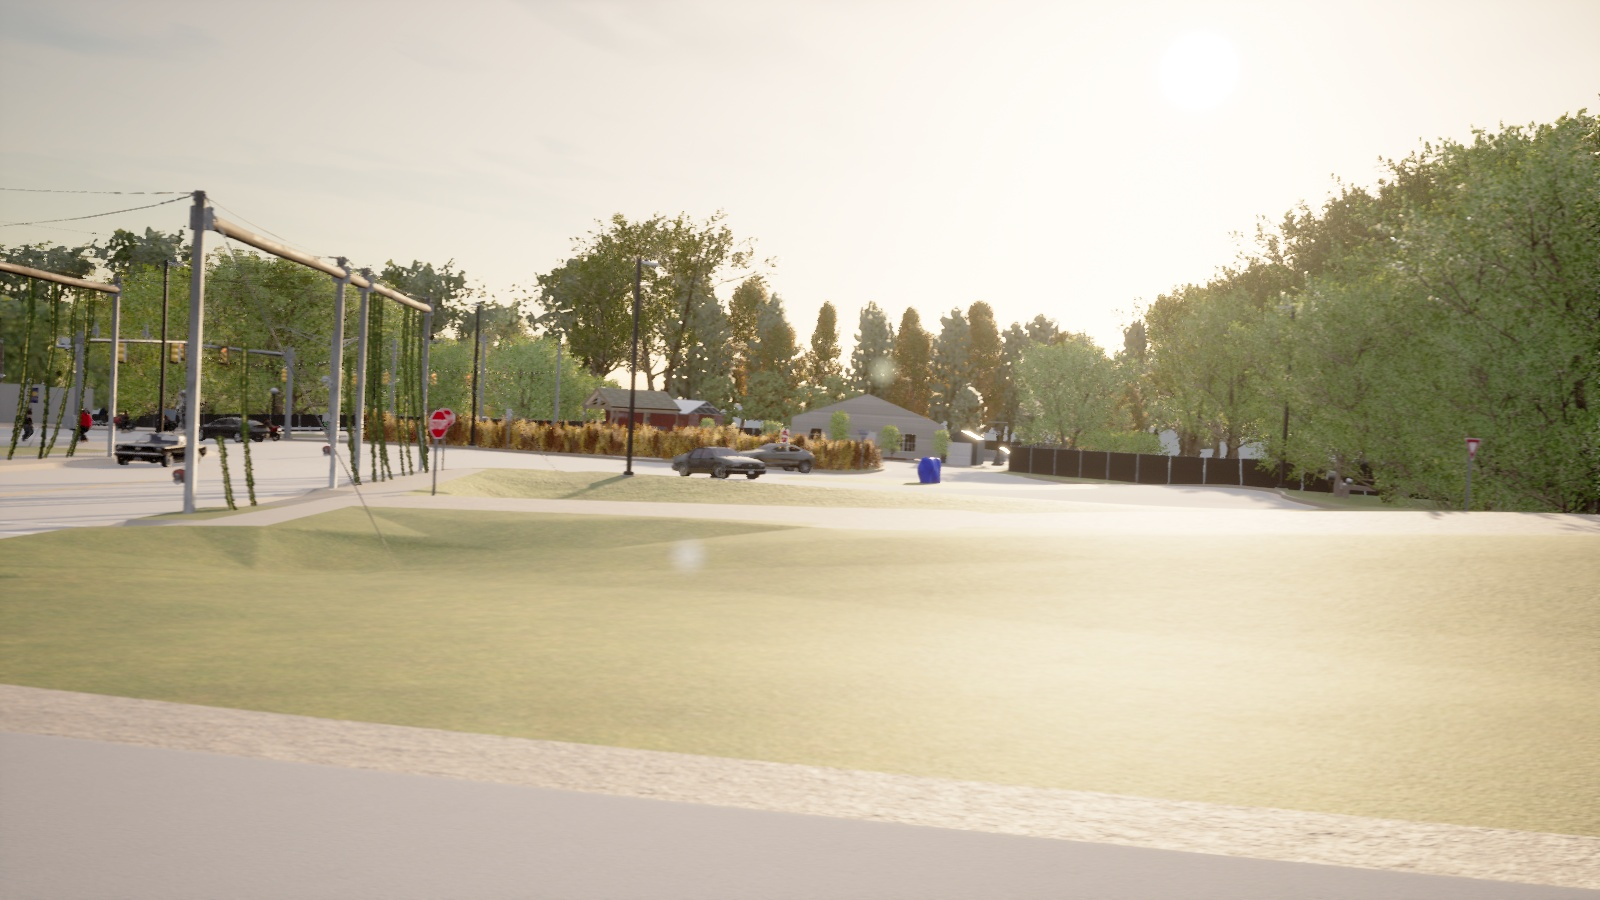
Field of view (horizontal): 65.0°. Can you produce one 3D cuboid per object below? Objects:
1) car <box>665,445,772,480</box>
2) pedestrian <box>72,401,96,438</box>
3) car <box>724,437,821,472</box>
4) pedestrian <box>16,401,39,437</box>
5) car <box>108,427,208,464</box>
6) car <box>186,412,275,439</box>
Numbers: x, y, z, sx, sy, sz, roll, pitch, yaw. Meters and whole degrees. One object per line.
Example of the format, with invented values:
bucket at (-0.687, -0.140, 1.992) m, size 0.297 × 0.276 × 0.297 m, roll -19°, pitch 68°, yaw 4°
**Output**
car at (-3.677, 0.538, 55.591) m, size 2.033 × 1.411 × 5.357 m, roll 2°, pitch -1°, yaw -37°
pedestrian at (-36.758, -1.551, 64.479) m, size 0.899 × 1.844 × 0.634 m, roll 5°, pitch 2°, yaw 27°
car at (-1.575, 0.264, 71.944) m, size 5.027 × 1.651 × 2.152 m, roll 4°, pitch 1°, yaw -31°
pedestrian at (-41.224, -1.664, 67.022) m, size 0.849 × 1.883 × 0.563 m, roll 3°, pitch 2°, yaw -13°
car at (-25.512, -0.213, 50.098) m, size 1.895 × 1.301 × 4.718 m, roll 3°, pitch 1°, yaw -5°
car at (-34.467, -1.477, 75.970) m, size 4.892 × 1.490 × 1.837 m, roll 2°, pitch 2°, yaw 17°
